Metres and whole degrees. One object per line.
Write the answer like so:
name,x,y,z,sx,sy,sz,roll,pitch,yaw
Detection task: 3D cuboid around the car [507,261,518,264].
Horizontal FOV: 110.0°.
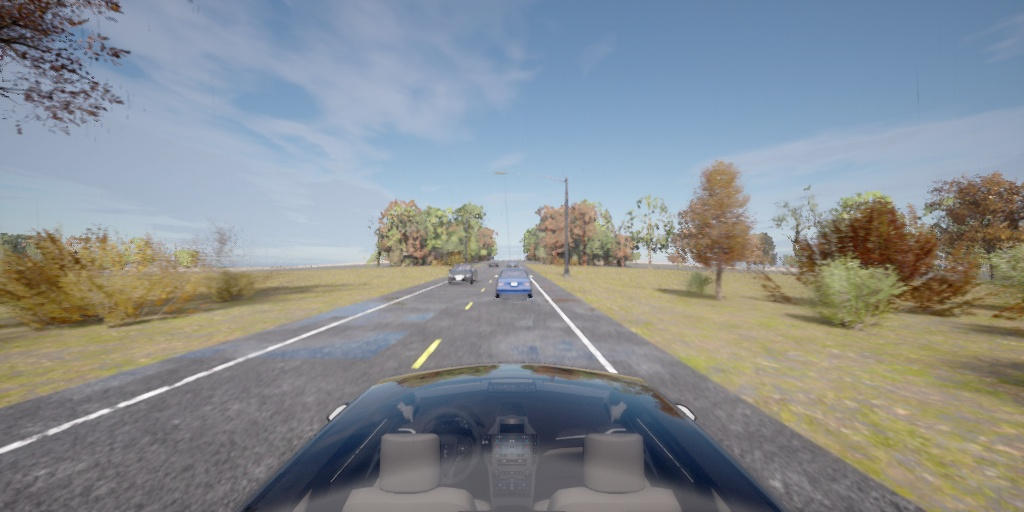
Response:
car,0.085,1.438,49.360,2.033,1.411,5.357,0,0,0

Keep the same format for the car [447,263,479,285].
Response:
car,-3.597,1.316,26.896,2.128,1.511,4.902,0,0,0

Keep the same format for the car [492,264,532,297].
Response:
car,0.095,1.349,19.089,2.033,1.411,5.357,0,0,0
